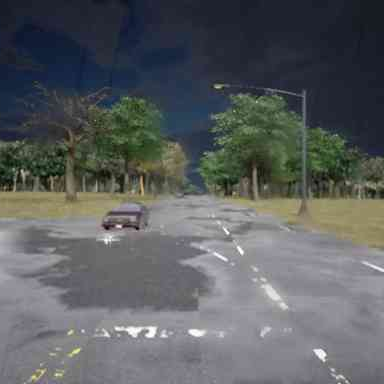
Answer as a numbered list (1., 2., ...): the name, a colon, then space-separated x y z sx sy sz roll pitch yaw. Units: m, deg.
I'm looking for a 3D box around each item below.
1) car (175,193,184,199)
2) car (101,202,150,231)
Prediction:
1. car: -3.046 0.955 79.930 1.837 1.490 4.892 0 0 4
2. car: -3.471 1.273 18.501 2.033 1.411 5.357 1 0 0
